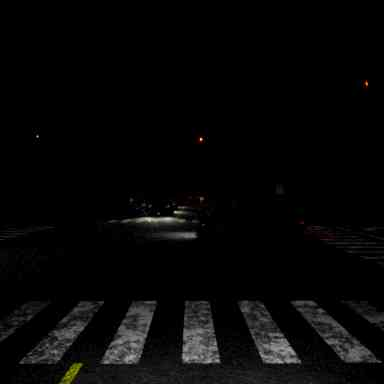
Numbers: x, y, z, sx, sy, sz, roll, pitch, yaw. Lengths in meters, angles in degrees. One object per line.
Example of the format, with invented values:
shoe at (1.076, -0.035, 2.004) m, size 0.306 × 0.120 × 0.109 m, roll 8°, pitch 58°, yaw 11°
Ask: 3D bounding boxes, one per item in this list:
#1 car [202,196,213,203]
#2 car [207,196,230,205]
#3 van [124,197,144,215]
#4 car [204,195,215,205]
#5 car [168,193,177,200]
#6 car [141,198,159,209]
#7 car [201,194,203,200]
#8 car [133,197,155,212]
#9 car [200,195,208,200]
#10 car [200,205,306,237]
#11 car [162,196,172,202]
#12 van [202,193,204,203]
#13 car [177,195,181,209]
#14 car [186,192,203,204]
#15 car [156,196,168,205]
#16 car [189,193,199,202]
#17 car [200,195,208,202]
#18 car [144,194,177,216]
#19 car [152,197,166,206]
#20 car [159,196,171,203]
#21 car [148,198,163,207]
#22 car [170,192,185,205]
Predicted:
car at (3.098, 1.551, 67.390) m, size 2.008 × 1.369 × 4.403 m, roll 0°, pitch 0°, yaw 0°
car at (2.878, 1.442, 33.375) m, size 1.967 × 1.590 × 4.097 m, roll 0°, pitch 0°, yaw 0°
van at (-5.648, 1.343, 33.428) m, size 1.690 × 1.788 × 3.998 m, roll 0°, pitch 0°, yaw 0°
car at (2.951, 1.443, 44.713) m, size 1.967 × 1.590 × 4.097 m, roll 0°, pitch 0°, yaw 0°
car at (-5.281, 1.307, 90.110) m, size 2.192 × 1.841 × 5.009 m, roll 0°, pitch 0°, yaw 0°
car at (-5.574, 1.569, 44.765) m, size 1.947 × 1.339 × 4.313 m, roll 0°, pitch 0°, yaw 0°
car at (3.063, 1.527, 61.890) m, size 1.752 × 1.417 × 4.829 m, roll 0°, pitch 0°, yaw 0°
car at (-5.611, 1.443, 39.096) m, size 1.967 × 1.590 × 4.097 m, roll 0°, pitch 0°, yaw 0°
car at (3.245, 1.558, 90.067) m, size 1.947 × 1.339 × 4.313 m, roll 0°, pitch 0°, yaw 0°
car at (3.089, 1.552, 17.401) m, size 5.357 × 1.411 × 2.033 m, roll 0°, pitch 0°, yaw 0°
car at (-5.390, 1.543, 73.105) m, size 1.887 × 1.381 × 4.507 m, roll 0°, pitch 0°, yaw 0°
van at (3.025, 1.344, 56.051) m, size 1.690 × 1.788 × 3.998 m, roll 0°, pitch 0°, yaw 0°
car at (-2.831, 1.481, 42.064) m, size 1.882 × 1.535 × 5.008 m, roll 0°, pitch 0°, yaw 1°
car at (0.406, 1.223, 63.398) m, size 2.150 × 2.045 × 5.566 m, roll 0°, pitch 0°, yaw 0°
car at (-5.465, 1.527, 61.599) m, size 1.752 × 1.417 × 4.829 m, roll 0°, pitch 0°, yaw 0°
car at (0.472, 1.186, 73.758) m, size 2.097 × 1.767 × 4.553 m, roll 0°, pitch 0°, yaw 0°
car at (2.860, 1.453, 79.561) m, size 1.801 × 1.575 × 5.366 m, roll 0°, pitch 0°, yaw 0°
car at (-2.938, 1.354, 32.126) m, size 2.097 × 1.767 × 4.553 m, roll 0°, pitch 0°, yaw 2°
car at (-5.501, 1.569, 56.101) m, size 1.947 × 1.339 × 4.313 m, roll 0°, pitch 0°, yaw 0°
car at (-5.427, 1.566, 67.437) m, size 1.947 × 1.339 × 4.313 m, roll 0°, pitch 0°, yaw 0°
car at (-5.537, 1.585, 50.433) m, size 1.802 × 1.307 × 4.206 m, roll 0°, pitch 0°, yaw 0°
car at (-2.740, 1.225, 54.618) m, size 2.150 × 2.045 × 5.566 m, roll 0°, pitch 0°, yaw 1°
